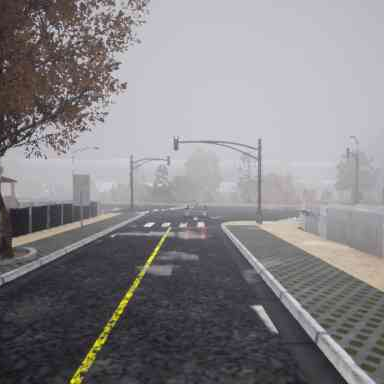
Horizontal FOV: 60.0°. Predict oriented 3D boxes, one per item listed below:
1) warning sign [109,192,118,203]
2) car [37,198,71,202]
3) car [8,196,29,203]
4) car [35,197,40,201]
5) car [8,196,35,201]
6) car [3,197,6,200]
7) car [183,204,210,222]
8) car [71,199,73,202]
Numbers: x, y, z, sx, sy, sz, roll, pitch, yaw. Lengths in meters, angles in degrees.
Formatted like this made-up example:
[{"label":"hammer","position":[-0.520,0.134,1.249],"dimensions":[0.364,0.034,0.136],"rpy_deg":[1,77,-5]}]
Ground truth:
[{"label":"warning sign","position":[-14.247,0.995,60.260],"dimensions":[1.060,1.860,1.300],"rpy_deg":[2,1,36]},{"label":"car","position":[-20.417,1.897,49.042],"dimensions":[4.718,1.301,1.895],"rpy_deg":[0,2,36]},{"label":"car","position":[-38.963,1.610,74.675],"dimensions":[4.902,1.511,2.128],"rpy_deg":[-1,2,36]},{"label":"car","position":[-32.988,1.777,66.323],"dimensions":[4.181,1.385,1.994],"rpy_deg":[-1,2,36]},{"label":"car","position":[-31.681,1.781,61.353],"dimensions":[5.008,1.535,1.882],"rpy_deg":[0,2,36]},{"label":"car","position":[-40.871,1.734,72.047],"dimensions":[5.357,1.411,2.033],"rpy_deg":[-1,2,36]},{"label":"car","position":[0.442,1.606,25.838],"dimensions":[1.895,1.301,4.718],"rpy_deg":[0,0,4]},{"label":"car","position":[-18.434,1.787,51.620],"dimensions":[4.718,1.301,1.895],"rpy_deg":[0,2,36]}]
